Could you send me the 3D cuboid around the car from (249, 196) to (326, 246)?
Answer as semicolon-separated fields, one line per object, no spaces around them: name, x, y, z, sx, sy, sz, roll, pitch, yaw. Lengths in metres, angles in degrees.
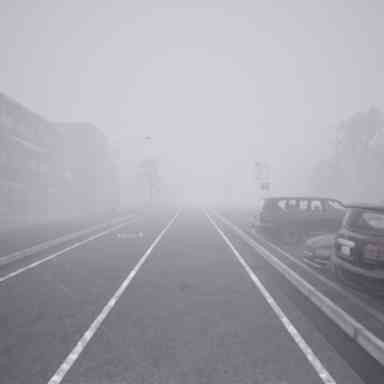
car;5.625;1.225;14.794;5.566;2.045;2.435;0;0;0

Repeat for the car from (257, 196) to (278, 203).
car;18.760;1.903;82.867;4.553;1.767;2.185;0;-1;0

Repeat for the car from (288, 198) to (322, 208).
car;18.702;1.795;55.255;4.892;1.521;2.231;0;0;0

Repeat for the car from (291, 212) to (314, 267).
car;5.601;1.463;9.189;4.892;1.521;2.231;0;0;0

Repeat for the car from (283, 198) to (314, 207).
car;18.708;1.861;58.530;4.674;1.452;2.002;0;0;0

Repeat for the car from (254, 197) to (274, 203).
car;18.690;2.097;86.035;4.674;1.452;2.002;0;0;0

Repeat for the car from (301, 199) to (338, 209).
car;18.701;1.779;48.833;4.674;1.452;2.002;0;0;0

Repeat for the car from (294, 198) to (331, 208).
car;18.711;1.766;51.982;5.008;1.535;2.097;0;0;0

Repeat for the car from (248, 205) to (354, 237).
car;5.593;1.490;17.594;4.892;1.521;2.231;0;0;0

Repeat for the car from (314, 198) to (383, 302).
car;5.623;1.210;6.384;5.566;2.045;2.435;0;0;0
